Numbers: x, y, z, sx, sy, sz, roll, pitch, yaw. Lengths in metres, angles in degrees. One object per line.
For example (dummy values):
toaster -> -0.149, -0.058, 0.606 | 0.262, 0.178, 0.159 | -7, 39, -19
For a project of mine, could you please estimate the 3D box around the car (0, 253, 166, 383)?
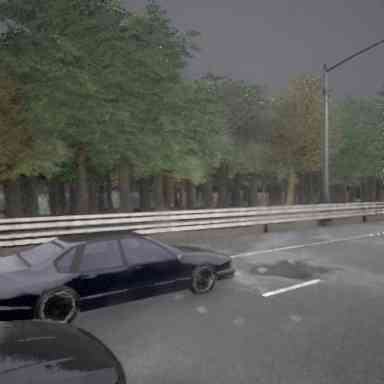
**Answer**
car -> -2.737, 1.514, 1.790 | 4.892, 1.490, 1.837 | 0, 0, -36

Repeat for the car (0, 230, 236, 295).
car -> -1.607, 1.531, 6.898 | 5.357, 1.411, 2.033 | 0, 0, -36
